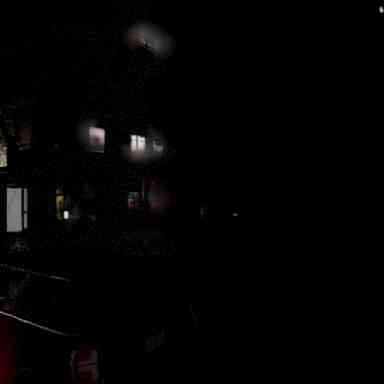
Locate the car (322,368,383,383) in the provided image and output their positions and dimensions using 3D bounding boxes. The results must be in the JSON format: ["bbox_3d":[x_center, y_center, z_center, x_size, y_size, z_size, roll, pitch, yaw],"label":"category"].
[{"bbox_3d":[2.565,1.545,1.054,4.507,1.381,1.887,0,-1,36],"label":"car"}]

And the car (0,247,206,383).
[{"bbox_3d":[-1.931,1.439,4.264,4.097,1.590,1.967,0,-1,36],"label":"car"}]
